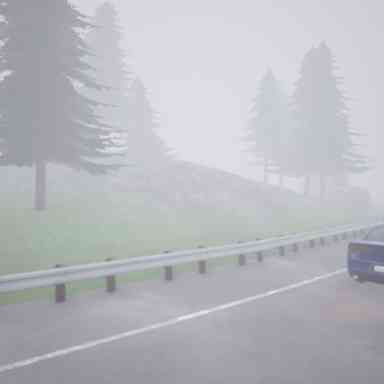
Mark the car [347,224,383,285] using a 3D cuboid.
[{"bbox_3d":[5.936,1.499,8.711,5.008,1.535,1.882,0,0,-40],"label":"car"}]
